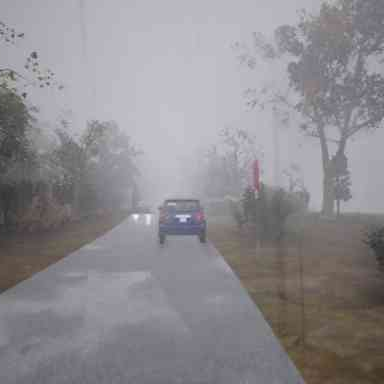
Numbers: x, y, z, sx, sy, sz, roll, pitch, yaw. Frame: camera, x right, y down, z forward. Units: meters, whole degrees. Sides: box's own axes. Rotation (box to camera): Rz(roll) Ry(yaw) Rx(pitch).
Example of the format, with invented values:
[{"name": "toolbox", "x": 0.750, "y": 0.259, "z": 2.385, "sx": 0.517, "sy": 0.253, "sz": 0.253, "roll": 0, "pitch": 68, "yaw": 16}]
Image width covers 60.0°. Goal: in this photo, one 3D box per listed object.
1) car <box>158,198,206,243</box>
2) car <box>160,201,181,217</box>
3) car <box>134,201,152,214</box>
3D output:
[{"name": "car", "x": -0.540, "y": 1.304, "z": 16.829, "sx": 2.150, "sy": 2.045, "sz": 5.566, "roll": 0, "pitch": -1, "yaw": -3}, {"name": "car", "x": -2.358, "y": 1.781, "z": 35.330, "sx": 1.882, "sy": 1.535, "sz": 5.008, "roll": 0, "pitch": -1, "yaw": -7}, {"name": "car", "x": -5.900, "y": 1.881, "z": 40.281, "sx": 1.837, "sy": 1.490, "sz": 4.892, "roll": 0, "pitch": -1, "yaw": -7}]
